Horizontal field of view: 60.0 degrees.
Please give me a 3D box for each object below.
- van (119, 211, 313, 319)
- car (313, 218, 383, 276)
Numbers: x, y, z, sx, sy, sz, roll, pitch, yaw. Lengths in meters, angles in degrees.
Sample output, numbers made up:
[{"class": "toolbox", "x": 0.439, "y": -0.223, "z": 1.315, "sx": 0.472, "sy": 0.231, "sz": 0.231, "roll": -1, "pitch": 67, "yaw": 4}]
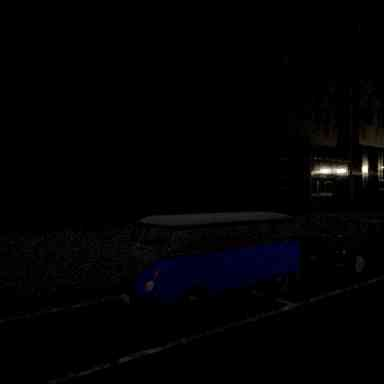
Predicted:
[{"class": "van", "x": 0.557, "y": 1.332, "z": 7.045, "sx": 3.998, "sy": 1.788, "sz": 1.690, "roll": 0, "pitch": 0, "yaw": -36}, {"class": "car", "x": 5.130, "y": 1.524, "z": 10.309, "sx": 4.507, "sy": 1.381, "sz": 1.887, "roll": 0, "pitch": 0, "yaw": -36}]
